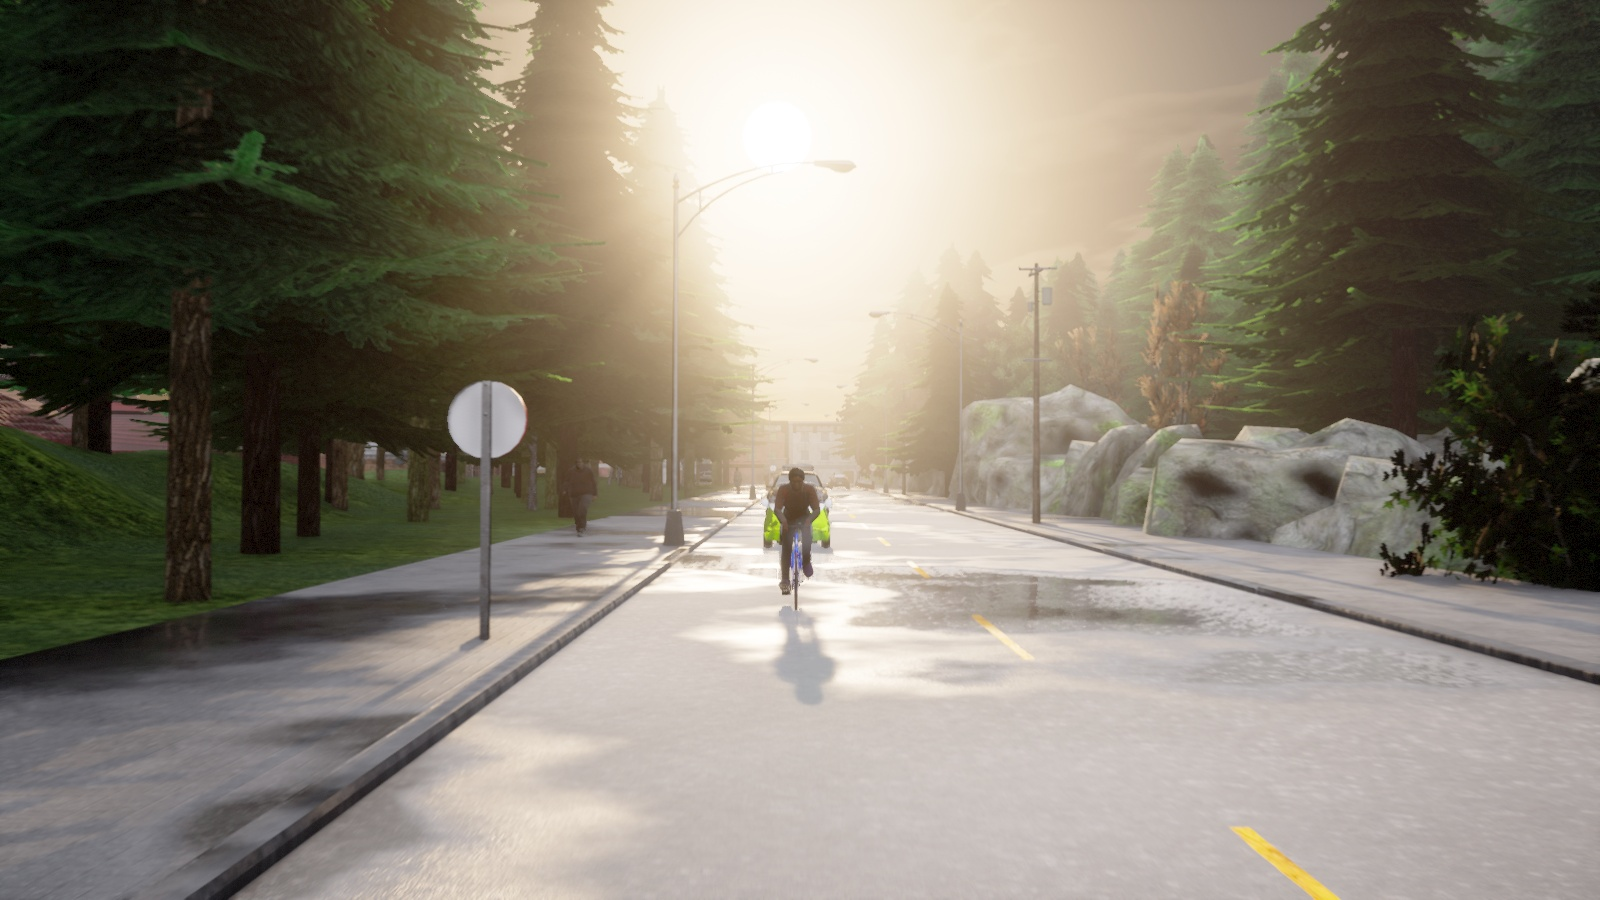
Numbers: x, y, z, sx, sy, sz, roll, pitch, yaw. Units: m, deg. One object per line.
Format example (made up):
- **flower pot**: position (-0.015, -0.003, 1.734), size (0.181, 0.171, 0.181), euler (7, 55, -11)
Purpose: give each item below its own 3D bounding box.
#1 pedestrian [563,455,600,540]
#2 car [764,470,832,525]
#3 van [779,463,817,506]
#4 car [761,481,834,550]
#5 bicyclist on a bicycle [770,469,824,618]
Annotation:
- **pedestrian**: position (-4.824, 1.044, 27.748), size (0.634, 1.844, 0.899), euler (0, -1, 2)
- **car**: position (-0.066, 1.466, 39.987), size (2.033, 1.649, 4.856), euler (0, -1, 0)
- **van**: position (-0.088, 1.660, 60.501), size (1.775, 1.987, 4.442), euler (0, -1, 0)
- **car**: position (-0.051, 1.347, 26.444), size (1.481, 1.376, 2.207), euler (0, -1, 0)
- **bicyclist on a bicycle**: position (-0.035, 1.031, 14.557), size (0.582, 1.620, 1.656), euler (0, -1, 0)
